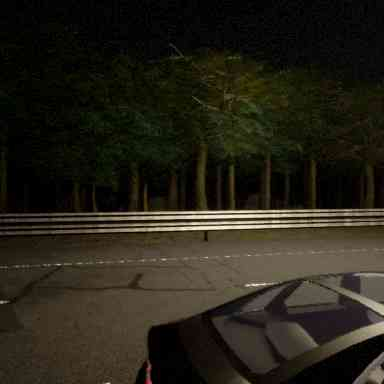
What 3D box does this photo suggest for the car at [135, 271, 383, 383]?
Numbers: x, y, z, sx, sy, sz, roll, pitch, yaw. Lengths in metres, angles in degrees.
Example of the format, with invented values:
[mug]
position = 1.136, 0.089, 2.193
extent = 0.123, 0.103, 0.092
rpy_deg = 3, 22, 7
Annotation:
[car]
position = 1.982, 1.491, 2.760
extent = 4.902, 1.511, 2.128
rpy_deg = 0, 0, -13
